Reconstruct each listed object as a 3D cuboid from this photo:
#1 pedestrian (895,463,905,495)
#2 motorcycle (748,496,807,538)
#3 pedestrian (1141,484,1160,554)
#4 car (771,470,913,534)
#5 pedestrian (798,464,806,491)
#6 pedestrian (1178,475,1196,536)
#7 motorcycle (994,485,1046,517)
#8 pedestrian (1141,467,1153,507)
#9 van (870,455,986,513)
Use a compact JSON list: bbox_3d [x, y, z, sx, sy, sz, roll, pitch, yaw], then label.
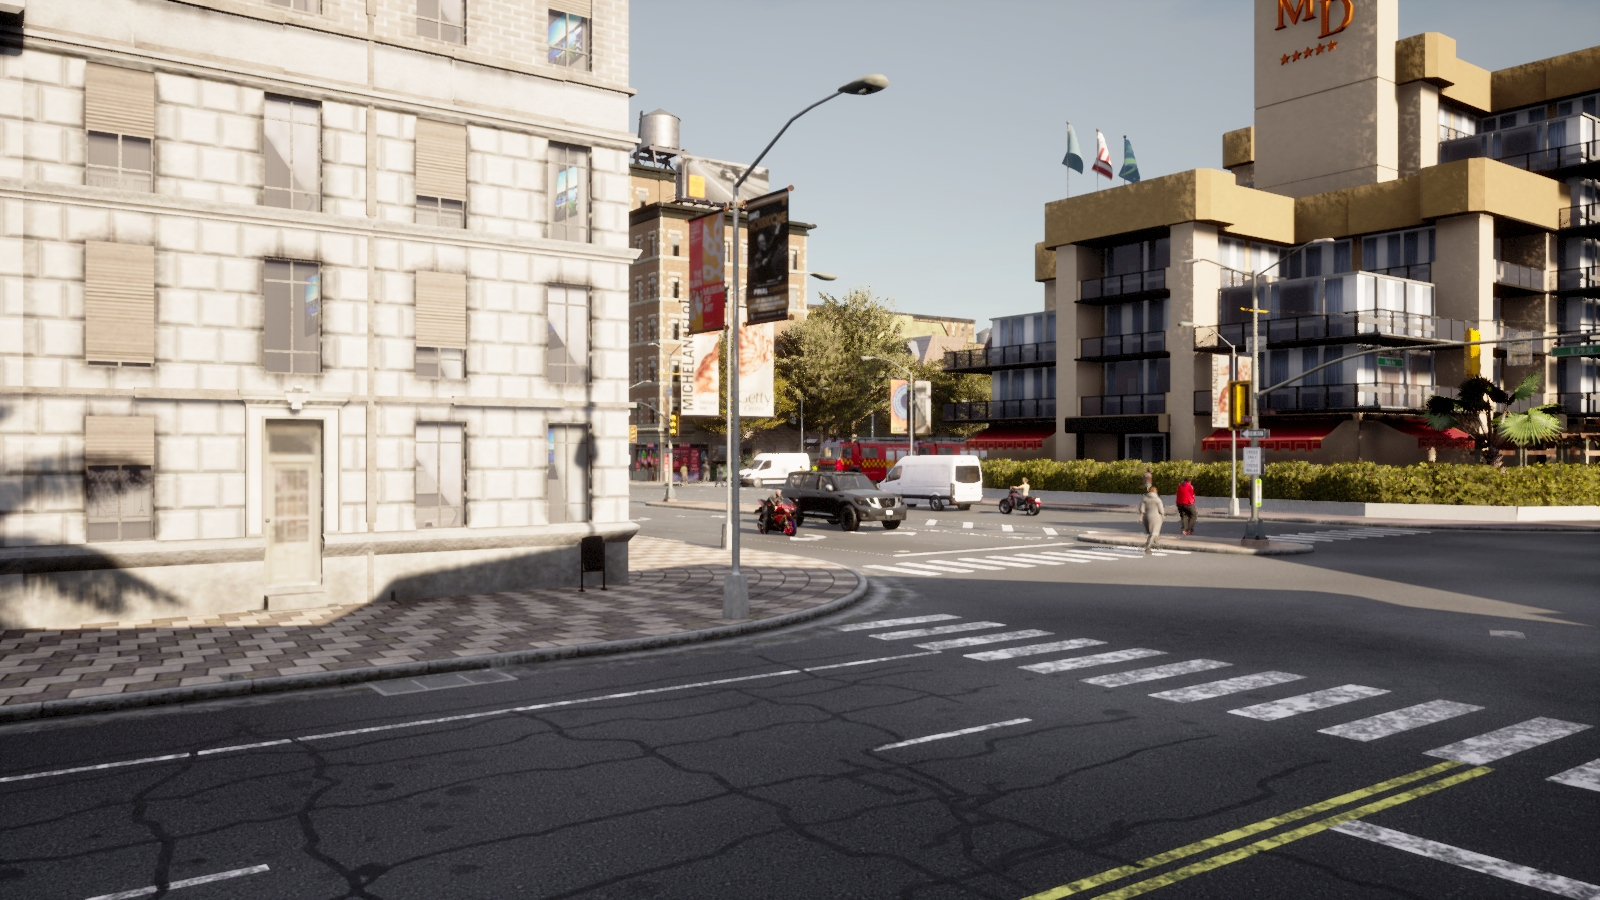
[{"bbox_3d":[5.804,1.697,66.275,0.375,1.860,0.375,0,0,-34],"label":"pedestrian"},{"bbox_3d":[-0.756,2.205,37.717,0.867,1.251,2.209,0,0,-36],"label":"motorcycle"},{"bbox_3d":[9.434,1.849,30.727,0.375,1.860,0.375,0,0,39],"label":"pedestrian"},{"bbox_3d":[1.410,1.779,41.176,2.150,2.045,5.566,0,0,-35],"label":"car"},{"bbox_3d":[0.142,1.849,77.107,0.375,1.860,0.375,0,0,-32],"label":"pedestrian"},{"bbox_3d":[11.879,1.704,35.078,0.375,1.860,0.375,0,0,-37],"label":"pedestrian"},{"bbox_3d":[9.406,2.170,48.968,0.764,1.277,2.356,0,0,-34],"label":"motorcycle"},{"bbox_3d":[15.995,1.696,52.653,0.375,1.860,0.375,0,0,-36],"label":"pedestrian"},{"bbox_3d":[5.947,1.534,54.072,1.988,2.561,5.915,0,0,-36],"label":"van"}]
